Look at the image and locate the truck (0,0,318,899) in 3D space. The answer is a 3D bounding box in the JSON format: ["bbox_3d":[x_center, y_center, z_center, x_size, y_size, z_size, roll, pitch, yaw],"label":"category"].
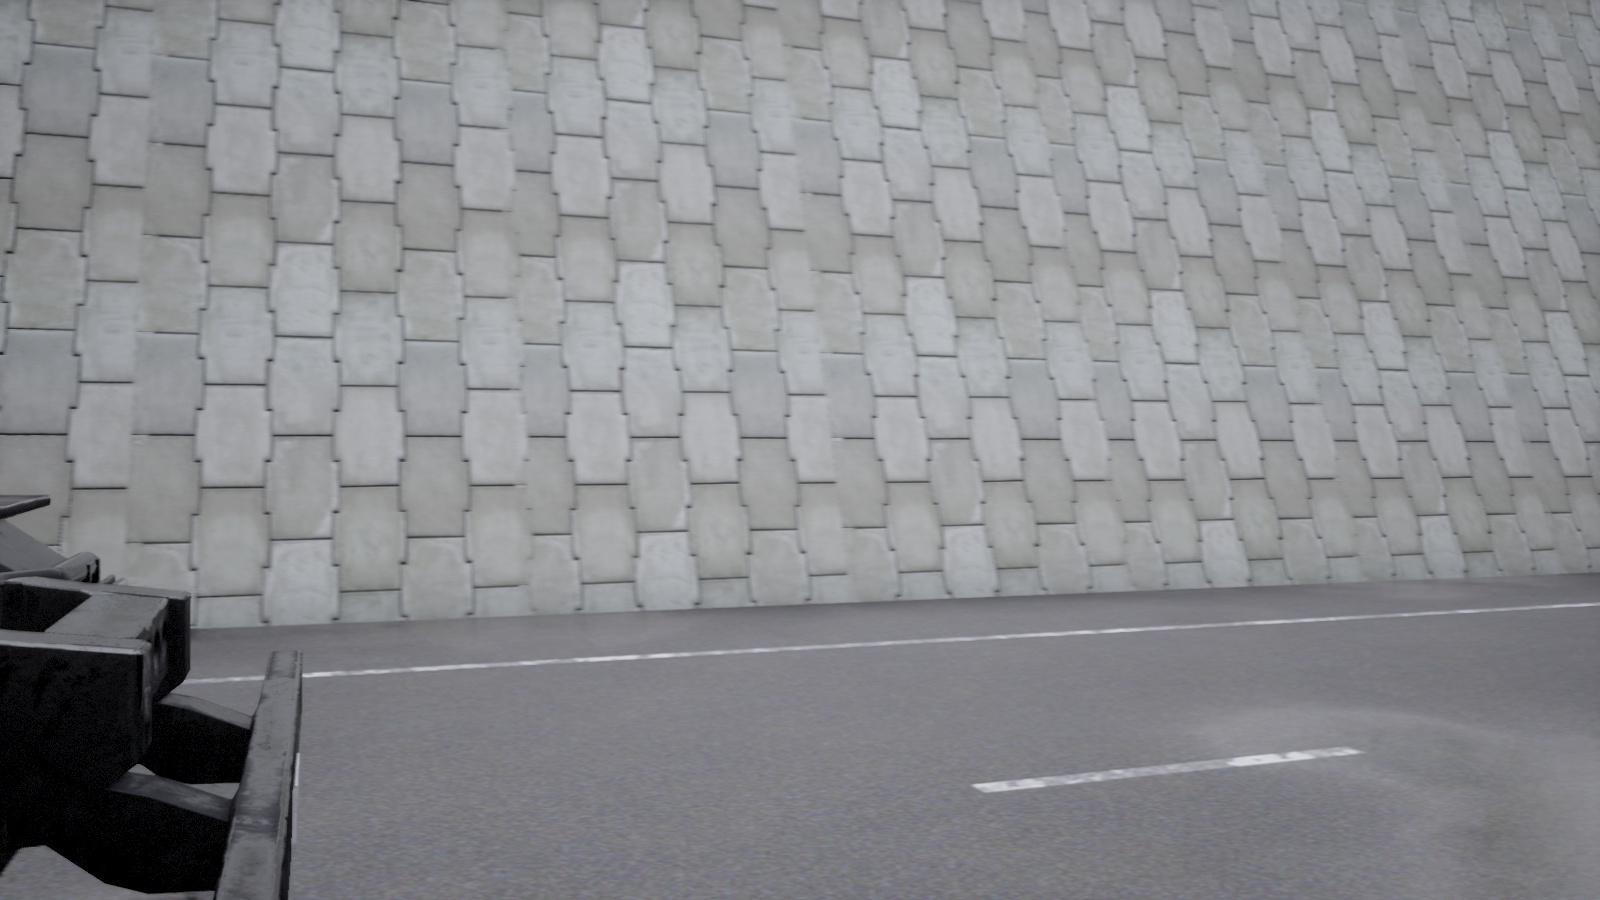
[{"bbox_3d":[-4.820,-0.155,1.397,7.936,3.462,2.891,-1,1,-21],"label":"truck"}]
